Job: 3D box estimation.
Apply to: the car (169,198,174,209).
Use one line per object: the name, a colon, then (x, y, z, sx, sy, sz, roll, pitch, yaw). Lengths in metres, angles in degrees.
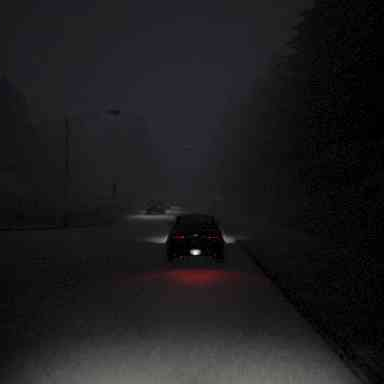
car: (-4.018, 1.672, 47.002, 1.882, 1.535, 5.008, 0, 0, 0)

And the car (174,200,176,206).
car: (-3.935, 1.762, 57.204, 1.812, 1.442, 4.674, 0, 0, 0)

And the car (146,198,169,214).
car: (-4.052, 1.634, 37.656, 1.882, 1.535, 5.008, 0, 0, 0)

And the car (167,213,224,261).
car: (0.113, 1.558, 12.419, 1.837, 1.490, 4.892, 0, 0, 0)
